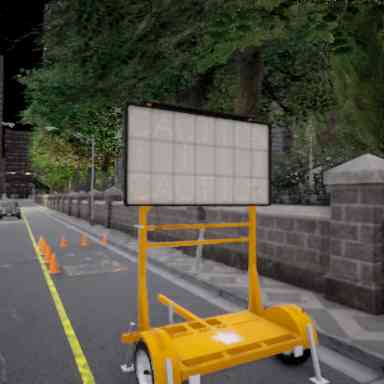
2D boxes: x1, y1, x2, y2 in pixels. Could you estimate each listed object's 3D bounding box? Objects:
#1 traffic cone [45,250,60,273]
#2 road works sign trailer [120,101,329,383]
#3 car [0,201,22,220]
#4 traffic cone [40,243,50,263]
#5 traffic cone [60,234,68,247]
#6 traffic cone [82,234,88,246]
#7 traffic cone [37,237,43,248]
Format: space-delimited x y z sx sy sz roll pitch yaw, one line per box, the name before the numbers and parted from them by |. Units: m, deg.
traffic cone | -4.349 2.220 10.456 0.340 0.580 0.340 1 -2 -28
road works sign trailer | 0.074 0.605 4.927 2.380 3.560 2.880 1 -2 -29
car | -20.486 2.055 37.439 2.150 2.045 5.566 1 -1 -28
traffic cone | -5.280 2.262 12.225 0.340 0.580 0.340 1 -2 -28
traffic cone | -6.258 2.361 16.229 0.340 0.580 0.340 1 -2 -28
traffic cone | -5.373 2.378 16.694 0.340 0.580 0.340 1 -2 -28
traffic cone | -6.211 2.303 13.995 0.340 0.580 0.340 1 -2 -28
